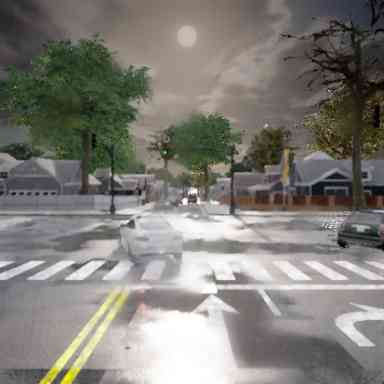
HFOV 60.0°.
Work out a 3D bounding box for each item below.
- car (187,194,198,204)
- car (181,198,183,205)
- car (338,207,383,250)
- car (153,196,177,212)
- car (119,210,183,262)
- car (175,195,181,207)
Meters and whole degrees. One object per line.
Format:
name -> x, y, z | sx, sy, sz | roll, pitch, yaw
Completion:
car -> 0.015, 1.614, 67.000 | 1.837, 1.490, 4.892 | 0, -1, 1
car -> -2.838, 1.423, 61.610 | 2.097, 1.767, 4.553 | 0, -1, 1
car -> 8.321, 1.518, 14.250 | 4.553, 1.767, 2.097 | 1, 1, -36
car -> -3.147, 1.498, 37.376 | 1.994, 1.385, 4.181 | 0, 0, 1
car -> -1.672, 1.641, 12.672 | 1.812, 1.442, 4.674 | 0, 0, -18
car -> -3.017, 1.465, 48.528 | 1.882, 1.535, 5.008 | 0, 0, 1
